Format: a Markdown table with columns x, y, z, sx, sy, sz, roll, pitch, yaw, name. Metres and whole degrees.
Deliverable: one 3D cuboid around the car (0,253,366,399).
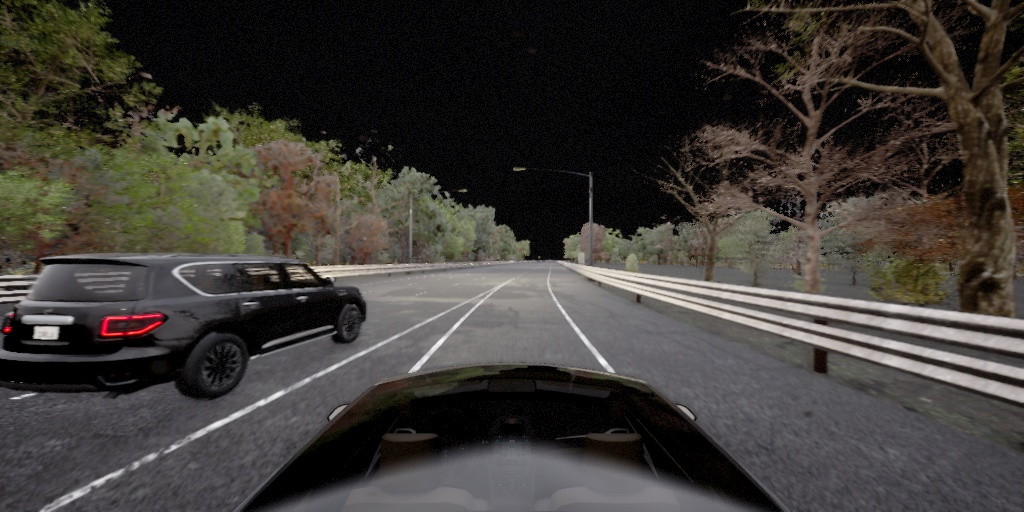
| x | y | z | sx | sy | sz | roll | pitch | yaw | name |
| --- | --- | --- | --- | --- | --- | --- | --- | --- | --- |
| -4.976 | 0.988 | 6.727 | 2.150 | 2.045 | 5.566 | 0 | 0 | 6 | car |
